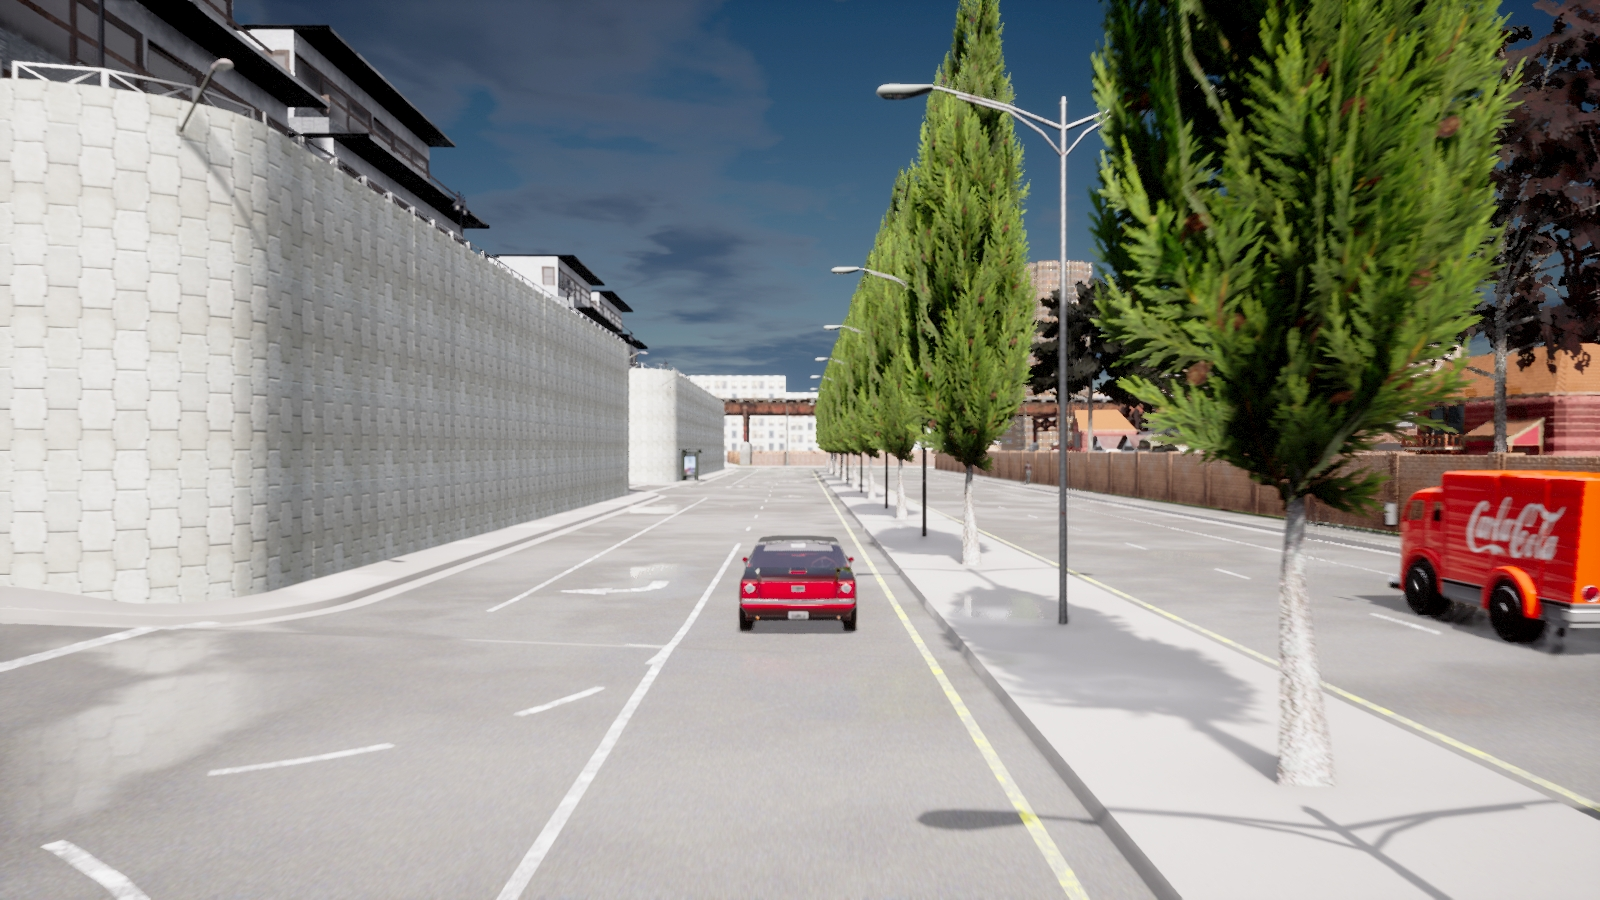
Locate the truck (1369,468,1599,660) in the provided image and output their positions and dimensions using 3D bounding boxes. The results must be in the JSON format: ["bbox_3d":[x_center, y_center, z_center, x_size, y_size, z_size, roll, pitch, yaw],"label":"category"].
[{"bbox_3d":[11.469,1.562,17.796,2.627,2.467,5.204,0,0,0],"label":"truck"}]

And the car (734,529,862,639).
[{"bbox_3d":[-0.032,2.143,19.249,1.895,1.301,4.718,0,0,0],"label":"car"}]
